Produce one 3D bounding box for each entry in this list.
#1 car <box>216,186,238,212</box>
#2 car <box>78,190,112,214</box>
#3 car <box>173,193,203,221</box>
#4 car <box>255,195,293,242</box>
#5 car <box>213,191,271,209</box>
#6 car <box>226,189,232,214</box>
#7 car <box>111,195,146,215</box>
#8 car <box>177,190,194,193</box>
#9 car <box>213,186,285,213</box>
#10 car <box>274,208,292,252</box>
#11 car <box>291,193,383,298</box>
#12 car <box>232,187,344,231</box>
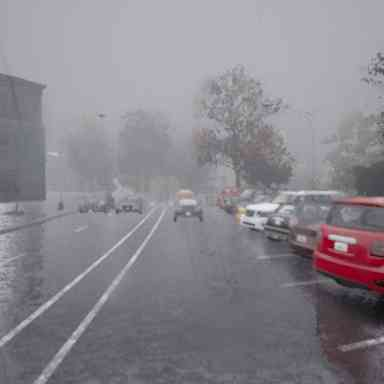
[{"bbox_3d":[4.856,0.671,25.042,5.566,2.045,2.435,0,2,-22],"label":"car"},{"bbox_3d":[-7.538,0.727,26.748,2.097,1.767,4.553,0,2,-2],"label":"car"},{"bbox_3d":[-0.287,1.055,22.154,1.812,1.442,4.674,0,2,-2],"label":"car"},{"bbox_3d":[5.172,1.151,13.167,4.553,1.767,2.185,0,1,-21],"label":"car"},{"bbox_3d":[4.644,0.720,31.005,4.892,1.521,2.231,0,2,-23],"label":"car"},{"bbox_3d":[5.007,0.898,22.105,4.553,1.767,2.185,0,2,-22],"label":"car"},{"bbox_3d":[-4.717,0.964,26.039,1.994,1.385,4.181,0,2,-2],"label":"car"},{"bbox_3d":[-0.745,0.462,38.157,1.882,1.535,5.008,0,2,1],"label":"car"},{"bbox_3d":[4.797,0.570,28.042,5.566,2.045,2.435,0,2,-22],"label":"car"},{"bbox_3d":[5.275,1.371,10.223,4.792,1.488,2.163,0,1,-21],"label":"car"},{"bbox_3d":[5.316,1.144,7.244,5.566,2.045,2.435,0,1,-21],"label":"car"},{"bbox_3d":[5.115,0.952,16.133,5.566,2.045,2.435,0,2,-21],"label":"car"}]
